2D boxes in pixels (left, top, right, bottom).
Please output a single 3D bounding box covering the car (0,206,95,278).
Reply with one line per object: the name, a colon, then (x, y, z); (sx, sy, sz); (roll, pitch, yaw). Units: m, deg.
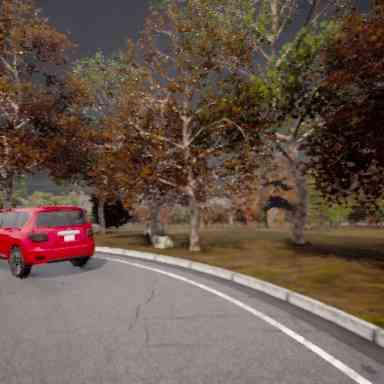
car: (-5.570, 1.537, 11.488); (5.566, 2.045, 2.150); (-3, -2, 42)
